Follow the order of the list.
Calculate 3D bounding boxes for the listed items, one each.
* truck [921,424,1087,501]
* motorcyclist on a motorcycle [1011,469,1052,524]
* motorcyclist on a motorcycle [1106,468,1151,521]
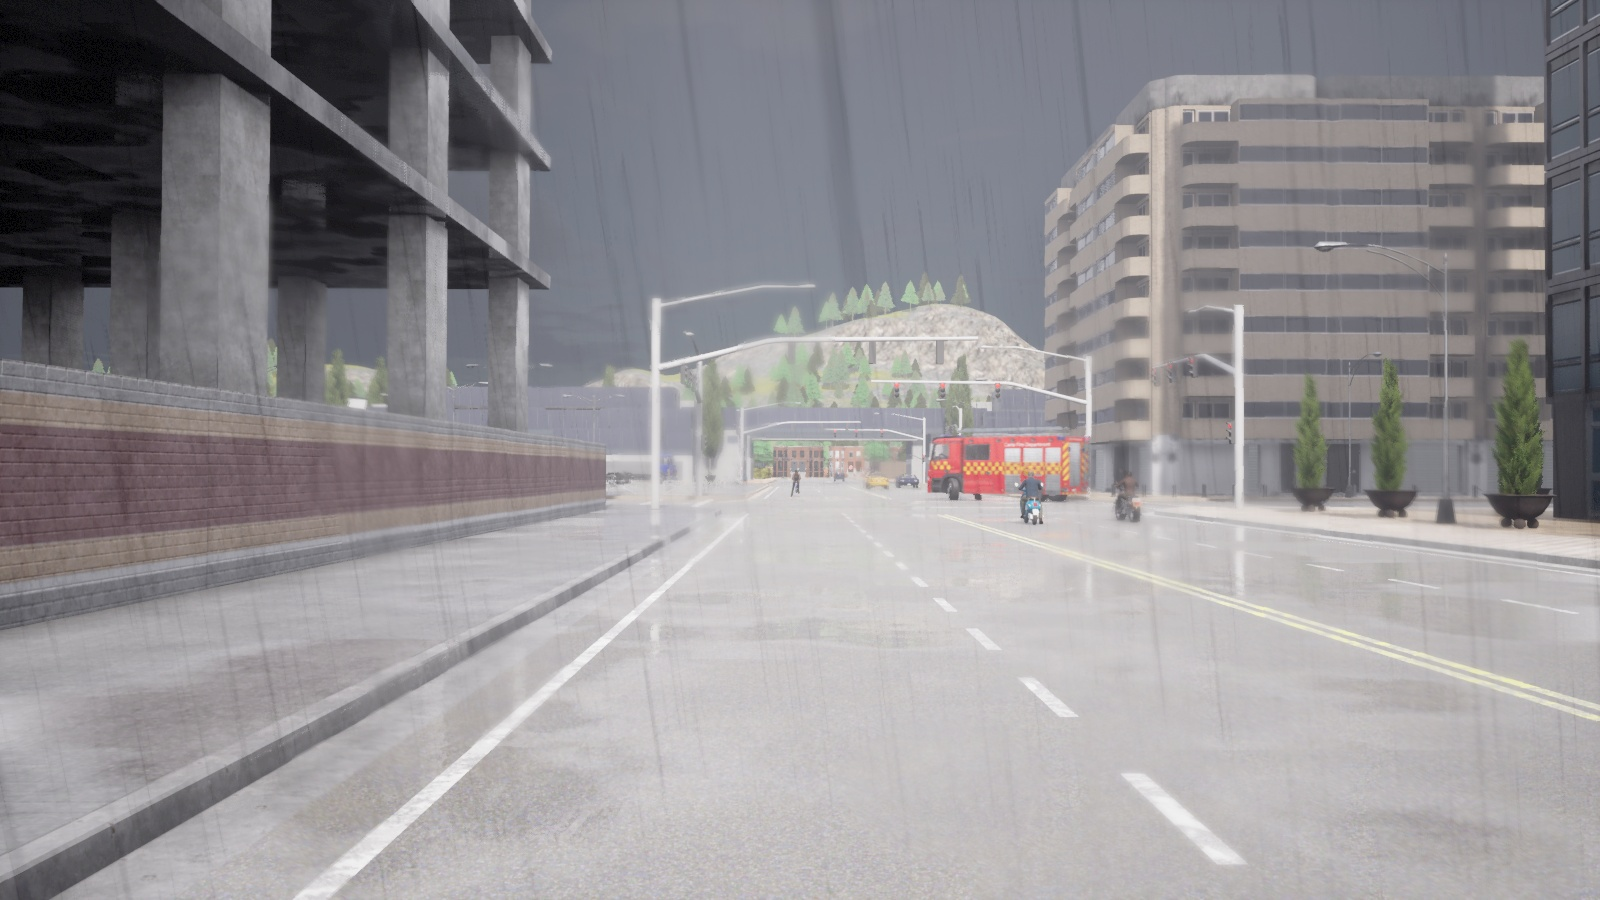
[{"bbox_3d":[10.701,0.705,66.675,8.468,3.827,2.891,-1,-2,42],"label":"truck"},{"bbox_3d":[6.898,1.369,37.519,0.866,1.590,1.817,0,-1,0],"label":"motorcyclist on a motorcycle"},{"bbox_3d":[10.392,1.390,39.816,0.766,1.649,2.350,0,-1,0],"label":"motorcyclist on a motorcycle"}]
